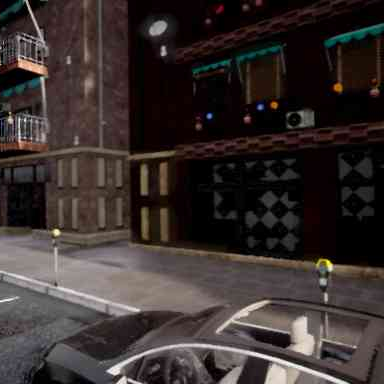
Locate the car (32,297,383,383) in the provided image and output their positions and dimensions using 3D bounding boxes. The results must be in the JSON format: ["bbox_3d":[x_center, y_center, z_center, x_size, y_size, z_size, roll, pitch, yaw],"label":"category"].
[{"bbox_3d":[0.522,1.551,2.516,4.403,1.369,2.008,0,-1,36],"label":"car"}]
